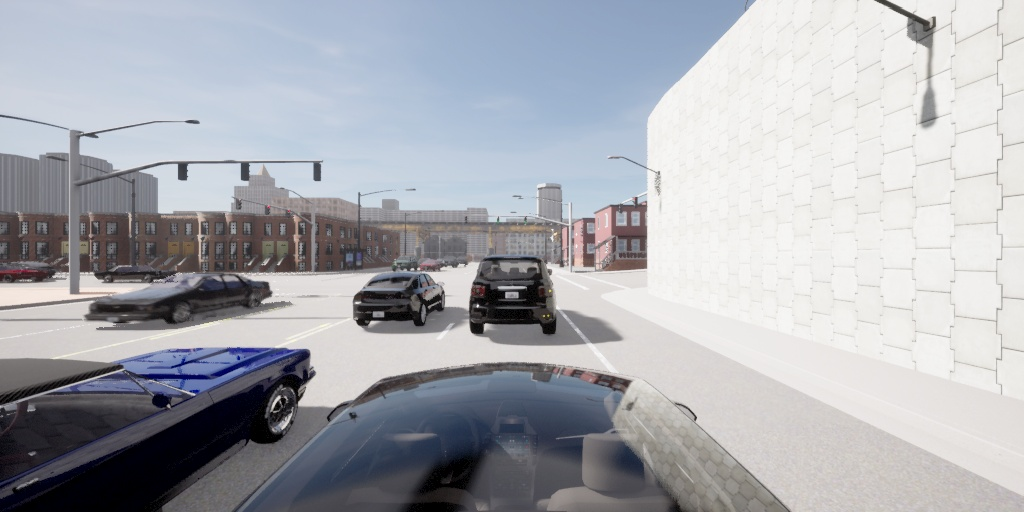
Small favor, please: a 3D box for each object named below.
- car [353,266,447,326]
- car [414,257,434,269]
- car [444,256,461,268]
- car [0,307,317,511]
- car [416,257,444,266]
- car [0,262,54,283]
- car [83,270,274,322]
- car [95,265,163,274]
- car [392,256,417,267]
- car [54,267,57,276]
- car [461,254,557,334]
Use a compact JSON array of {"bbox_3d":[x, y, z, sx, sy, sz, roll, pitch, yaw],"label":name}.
[{"bbox_3d":[-3.422,1.255,11.626,1.837,1.490,4.892,0,0,0],"label":"car"},{"bbox_3d":[-14.097,1.102,57.678,2.097,1.767,4.553,0,0,0],"label":"car"},{"bbox_3d":[-10.593,0.972,60.571,2.150,2.045,5.566,0,0,0],"label":"car"},{"bbox_3d":[-3.397,1.351,2.370,1.895,1.301,4.718,0,0,0],"label":"car"},{"bbox_3d":[-10.610,1.228,46.874,1.882,1.535,5.008,0,0,0],"label":"car"},{"bbox_3d":[-38.295,1.351,27.045,4.718,1.301,1.895,0,0,0],"label":"car"},{"bbox_3d":[-10.602,1.297,12.182,2.033,1.411,5.357,0,0,0],"label":"car"},{"bbox_3d":[-28.178,1.351,27.081,4.718,1.301,1.895,0,0,0],"label":"car"},{"bbox_3d":[-14.104,0.971,47.554,2.150,2.045,5.566,0,0,0],"label":"car"},{"bbox_3d":[-42.217,1.255,30.723,4.892,1.490,1.837,0,0,0],"label":"car"},{"bbox_3d":[0.062,0.971,10.734,2.150,2.045,5.566,0,0,1],"label":"car"}]
